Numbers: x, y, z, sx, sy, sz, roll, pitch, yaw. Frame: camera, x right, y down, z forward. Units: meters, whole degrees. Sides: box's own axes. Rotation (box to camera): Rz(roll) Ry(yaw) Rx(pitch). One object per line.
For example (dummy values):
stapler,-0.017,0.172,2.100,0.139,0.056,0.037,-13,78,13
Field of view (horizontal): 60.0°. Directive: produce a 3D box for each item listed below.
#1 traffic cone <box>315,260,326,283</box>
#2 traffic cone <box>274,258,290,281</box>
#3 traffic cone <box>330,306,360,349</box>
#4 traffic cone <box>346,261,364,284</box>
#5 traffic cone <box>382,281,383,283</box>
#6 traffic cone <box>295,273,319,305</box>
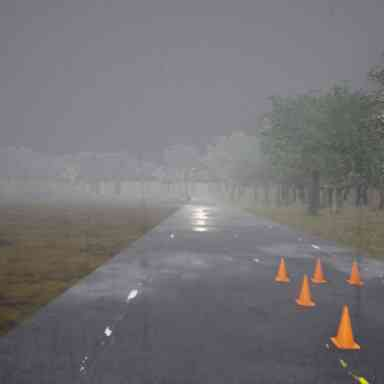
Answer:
traffic cone,3.503,2.169,9.212,0.340,0.580,0.340,2,-1,1
traffic cone,2.505,2.133,9.236,0.340,0.580,0.340,2,-1,1
traffic cone,2.413,2.093,5.237,0.340,0.580,0.340,2,-1,1
traffic cone,4.501,2.205,9.189,0.340,0.580,0.340,2,-1,1
traffic cone,5.499,2.241,9.165,0.340,0.580,0.340,2,-1,1
traffic cone,2.459,2.113,7.236,0.340,0.580,0.340,2,-1,1
